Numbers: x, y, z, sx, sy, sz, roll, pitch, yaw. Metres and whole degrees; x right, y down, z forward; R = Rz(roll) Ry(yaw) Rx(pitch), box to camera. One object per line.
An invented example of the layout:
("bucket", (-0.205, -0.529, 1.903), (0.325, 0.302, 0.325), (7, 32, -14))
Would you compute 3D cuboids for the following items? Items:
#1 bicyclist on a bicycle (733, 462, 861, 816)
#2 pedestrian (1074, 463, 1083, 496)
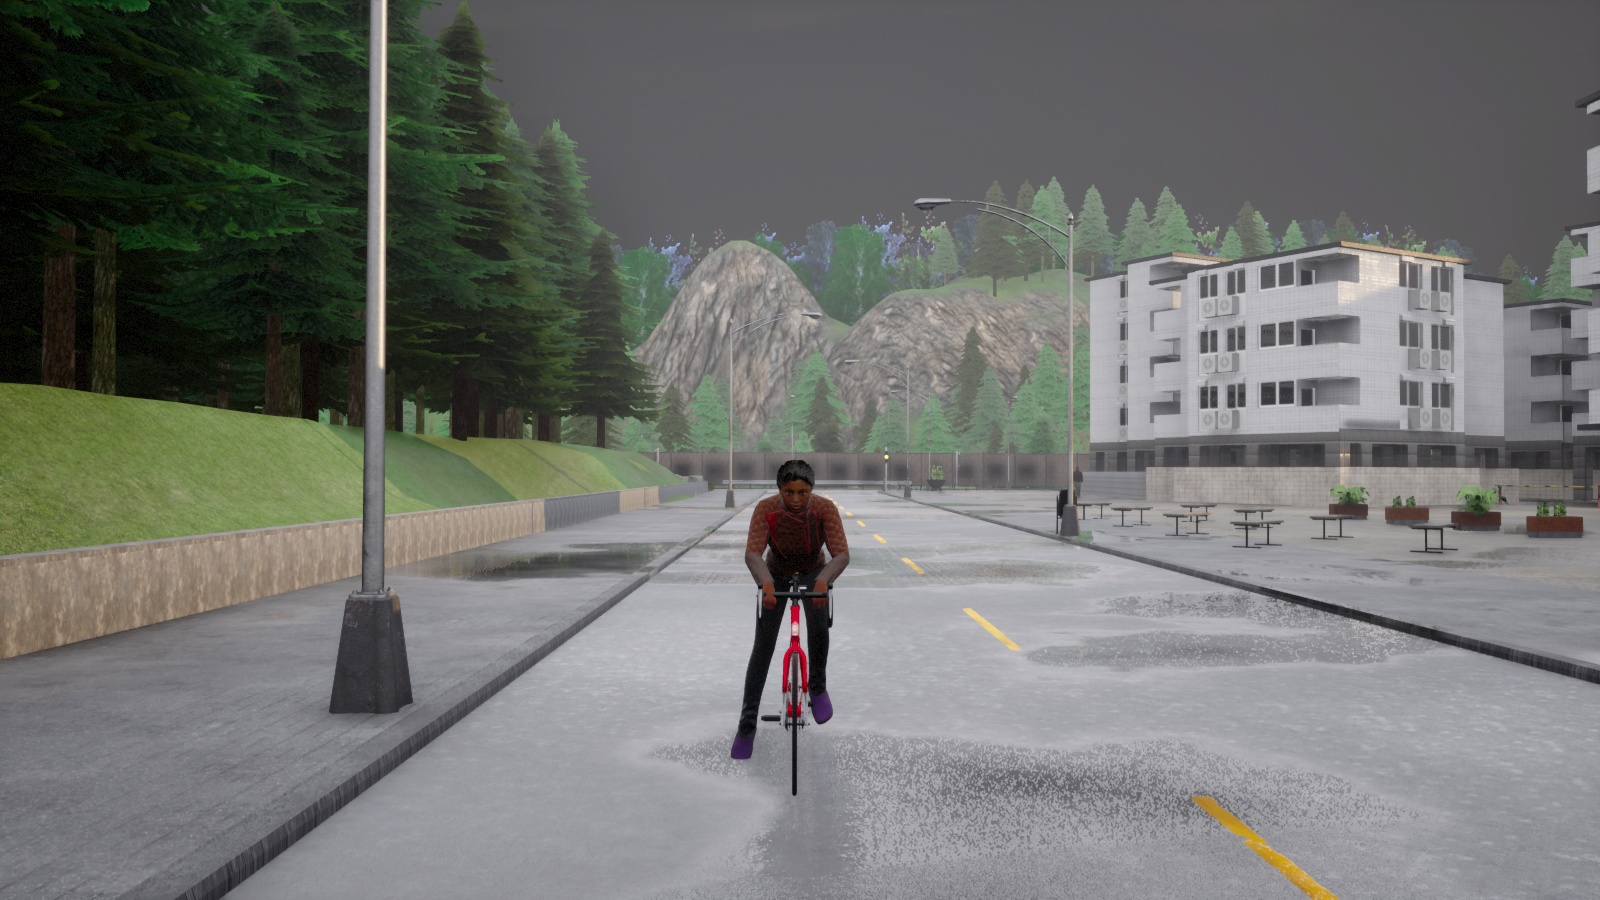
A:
("bicyclist on a bicycle", (-0.018, 0.878, 6.593), (0.582, 1.620, 1.656), (0, -1, 0))
("pedestrian", (15.459, 1.631, 69.760), (0.431, 1.840, 0.703), (0, -1, 9))
